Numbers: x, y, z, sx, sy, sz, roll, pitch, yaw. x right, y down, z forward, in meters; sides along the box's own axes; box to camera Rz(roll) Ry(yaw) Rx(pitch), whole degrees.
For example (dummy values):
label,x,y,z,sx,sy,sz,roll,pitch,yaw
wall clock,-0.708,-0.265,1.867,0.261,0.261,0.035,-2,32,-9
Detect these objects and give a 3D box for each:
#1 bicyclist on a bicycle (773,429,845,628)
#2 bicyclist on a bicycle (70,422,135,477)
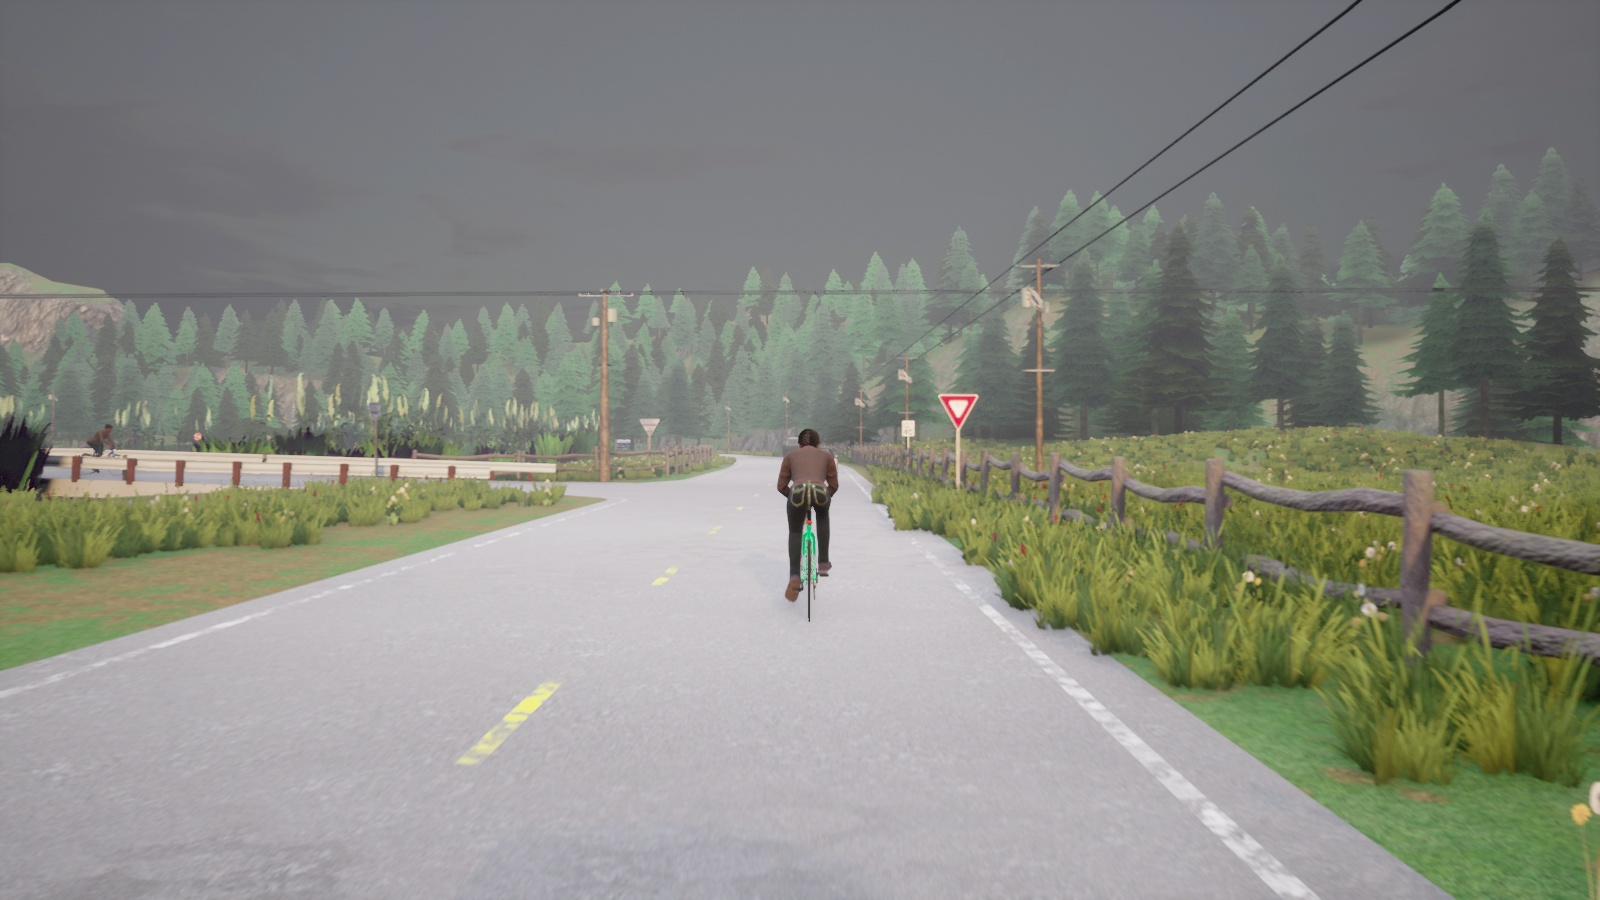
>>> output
label,x,y,z,sx,sy,sz,roll,pitch,yaw
bicyclist on a bicycle,0.078,0.638,11.033,0.582,1.620,1.656,0,0,0
bicyclist on a bicycle,-21.653,-0.017,39.016,1.656,1.620,0.582,2,0,3
